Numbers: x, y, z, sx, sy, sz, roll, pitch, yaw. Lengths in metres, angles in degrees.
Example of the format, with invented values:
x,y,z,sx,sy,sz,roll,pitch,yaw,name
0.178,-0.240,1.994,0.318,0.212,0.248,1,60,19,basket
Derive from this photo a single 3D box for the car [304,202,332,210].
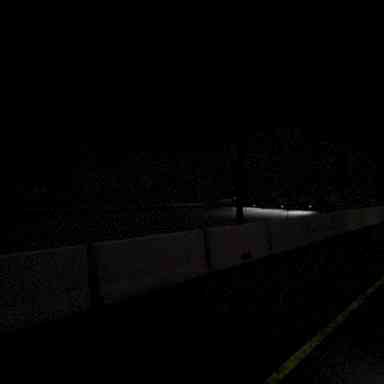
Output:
x,y,z,sx,sy,sz,roll,pitch,yaw,name
14.747,1.368,38.832,2.128,1.511,4.902,1,1,41,car

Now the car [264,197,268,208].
x,y,z,sx,sy,sz,roll,pitch,yaw,name
9.506,1.305,43.466,2.033,1.411,5.357,1,1,41,car

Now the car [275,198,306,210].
x,y,z,sx,sy,sz,roll,pitch,yaw,name
12.213,1.417,41.251,1.895,1.301,4.718,1,1,41,car
